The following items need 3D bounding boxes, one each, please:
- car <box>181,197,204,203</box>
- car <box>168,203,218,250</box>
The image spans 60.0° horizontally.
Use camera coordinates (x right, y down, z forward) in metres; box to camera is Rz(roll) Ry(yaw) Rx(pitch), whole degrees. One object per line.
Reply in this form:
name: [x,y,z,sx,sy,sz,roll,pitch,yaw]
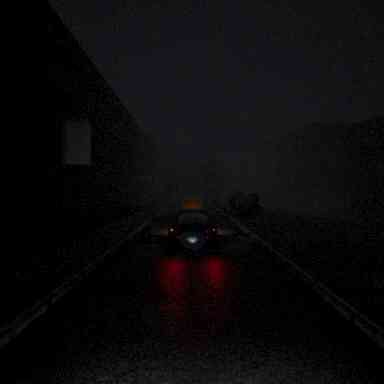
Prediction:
car: [0.046,1.179,29.009,1.882,1.535,5.008,0,1,1]
car: [0.044,1.391,13.472,1.812,1.442,4.674,0,1,1]
